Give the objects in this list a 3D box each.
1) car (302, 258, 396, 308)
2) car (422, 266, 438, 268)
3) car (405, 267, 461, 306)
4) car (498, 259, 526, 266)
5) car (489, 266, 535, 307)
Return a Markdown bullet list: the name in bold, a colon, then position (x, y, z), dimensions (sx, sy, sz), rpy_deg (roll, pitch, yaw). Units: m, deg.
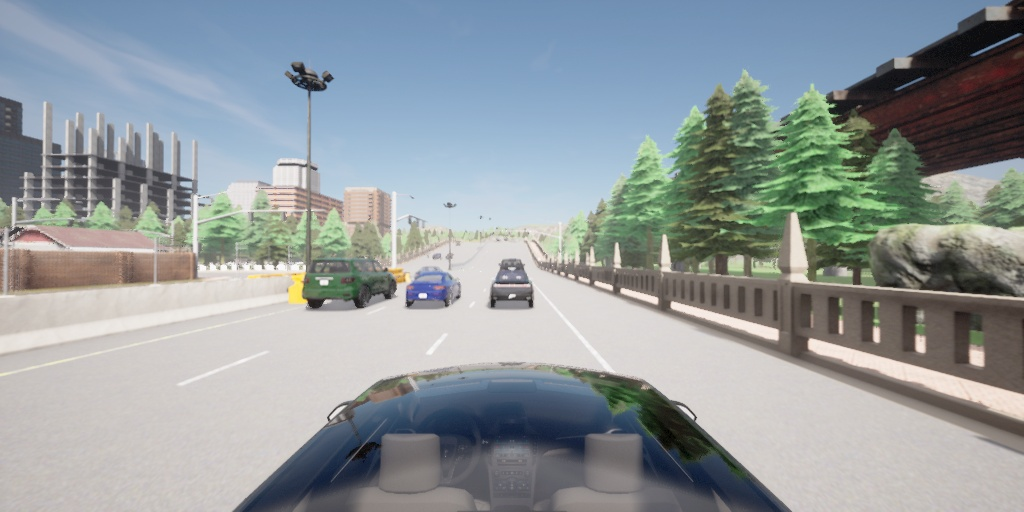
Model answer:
- **car**: position (-7.001, 1.102, 16.040), dimensions (2.150, 2.045, 5.566), rpy_deg (0, 0, 0)
- **car**: position (-7.004, 1.573, 30.986), dimensions (2.033, 1.411, 5.357), rpy_deg (0, -1, 0)
- **car**: position (-3.497, 1.414, 16.412), dimensions (1.812, 1.442, 4.674), rpy_deg (0, 0, 0)
- **car**: position (-0.004, 1.242, 31.026), dimensions (2.150, 2.045, 5.566), rpy_deg (0, 0, 0)
- **car**: position (0.001, 1.380, 16.319), dimensions (2.128, 1.511, 4.902), rpy_deg (0, 0, 0)
